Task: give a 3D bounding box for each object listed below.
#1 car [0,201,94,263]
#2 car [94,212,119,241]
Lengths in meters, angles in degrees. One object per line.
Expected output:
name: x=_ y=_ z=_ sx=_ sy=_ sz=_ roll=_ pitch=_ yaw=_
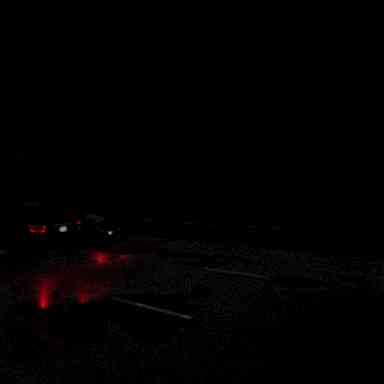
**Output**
car: x=-6.547 y=1.368 z=12.855 sx=5.566 sy=2.045 sz=2.150 roll=0 pitch=0 yaw=36
car: x=-5.584 y=1.683 z=16.488 sx=4.674 sy=1.442 sz=1.812 roll=-1 pitch=0 yaw=36
